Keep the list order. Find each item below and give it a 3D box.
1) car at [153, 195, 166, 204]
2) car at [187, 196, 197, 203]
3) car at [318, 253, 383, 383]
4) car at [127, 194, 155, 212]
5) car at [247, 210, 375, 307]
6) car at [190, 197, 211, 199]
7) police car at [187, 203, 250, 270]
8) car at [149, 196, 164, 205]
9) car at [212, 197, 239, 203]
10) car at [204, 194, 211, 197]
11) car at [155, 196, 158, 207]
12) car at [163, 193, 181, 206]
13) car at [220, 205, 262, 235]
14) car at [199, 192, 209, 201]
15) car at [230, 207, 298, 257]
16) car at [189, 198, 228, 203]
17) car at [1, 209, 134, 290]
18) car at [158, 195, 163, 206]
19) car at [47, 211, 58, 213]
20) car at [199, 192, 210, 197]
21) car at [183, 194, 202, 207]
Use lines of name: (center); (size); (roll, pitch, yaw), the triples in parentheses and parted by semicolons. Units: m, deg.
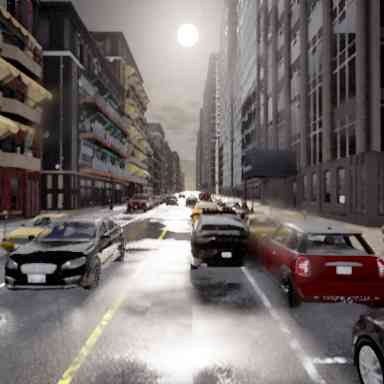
car: (-5.675, 1.326, 58.715); (1.947, 1.339, 4.313); (1, 0, 0)
car: (0.004, 1.344, 62.473); (1.895, 1.301, 4.718); (0, 0, 0)
car: (2.701, 1.542, 2.197); (2.008, 1.369, 4.403); (1, 0, 0)
car: (-5.672, 1.172, 36.109); (2.192, 1.841, 5.009); (1, 0, 0)
car: (2.703, 1.411, 7.850); (1.967, 1.590, 4.097); (1, 0, 0)
car: (0.902, 1.422, 26.963); (1.812, 1.442, 4.674); (0, 0, 0)
police car: (0.878, 1.384, 11.069); (1.930, 1.638, 5.238); (0, 0, 0)
car: (-5.675, 1.329, 53.064); (1.887, 1.381, 4.507); (1, 0, 0)
car: (2.704, 1.345, 24.802); (1.967, 1.590, 4.097); (1, 0, 0)
car: (2.705, 1.358, 41.929); (1.752, 1.417, 4.829); (1, 0, 0)
car: (-5.676, 1.359, 41.591); (1.752, 1.417, 4.829); (1, 0, 0)
car: (-3.082, 1.299, 50.742); (1.837, 1.490, 4.892); (0, 0, 0)
car: (2.702, 1.510, 19.153); (1.802, 1.307, 4.206); (1, 0, 0)
car: (2.710, 0.999, 75.666); (2.192, 1.841, 5.009); (1, 0, 0)
car: (2.703, 1.474, 13.671); (1.752, 1.417, 4.829); (1, 0, 0)
car: (0.901, 1.398, 20.962); (1.882, 1.535, 5.008); (0, 0, 0)
car: (-3.102, 1.457, 9.085); (2.128, 1.511, 4.902); (0, 0, 0)
car: (-5.674, 1.249, 47.411); (1.967, 1.590, 4.097); (1, 0, 0)
car: (-5.678, 1.476, 13.333); (1.752, 1.417, 4.829); (1, 0, 0)
car: (2.709, 1.050, 64.363); (2.192, 1.841, 5.009); (1, 0, 0)
car: (0.017, 1.369, 48.250); (1.994, 1.385, 4.181); (0, 0, 0)
